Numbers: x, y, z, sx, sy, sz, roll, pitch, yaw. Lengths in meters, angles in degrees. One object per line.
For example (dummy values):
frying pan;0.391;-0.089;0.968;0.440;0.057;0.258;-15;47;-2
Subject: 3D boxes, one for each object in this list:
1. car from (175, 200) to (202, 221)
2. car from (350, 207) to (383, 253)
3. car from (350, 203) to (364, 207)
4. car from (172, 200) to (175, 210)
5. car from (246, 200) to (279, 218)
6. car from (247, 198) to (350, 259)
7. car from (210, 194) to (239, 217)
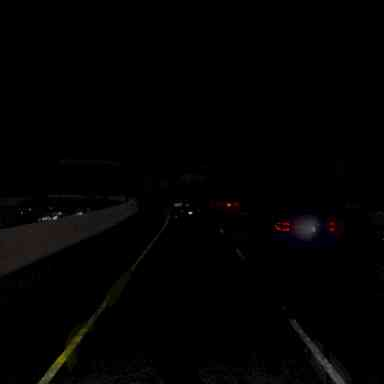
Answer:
car;-0.227;1.582;27.462;1.994;1.385;4.181;0;0;-3
car;7.097;1.535;13.552;1.812;1.442;4.674;0;0;0
car;10.465;1.493;22.801;1.882;1.535;5.008;0;0;-1
car;-1.601;1.630;43.120;1.895;1.301;4.718;0;0;-7
car;6.553;1.547;31.492;1.812;1.442;4.674;0;0;-4
car;3.597;1.230;12.769;2.150;2.045;5.566;0;0;0
car;3.041;1.243;31.843;2.150;2.045;5.566;0;0;-4
